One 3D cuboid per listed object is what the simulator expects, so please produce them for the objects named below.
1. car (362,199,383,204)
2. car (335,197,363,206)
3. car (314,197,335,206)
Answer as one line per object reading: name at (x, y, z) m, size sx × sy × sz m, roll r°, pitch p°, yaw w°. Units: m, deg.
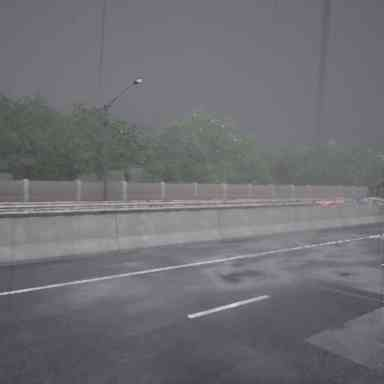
car at (21.290, 1.585, 36.387) m, size 5.357 × 1.411 × 2.033 m, roll 0°, pitch 0°, yaw -35°
car at (19.649, 1.529, 39.507) m, size 4.902 × 1.511 × 2.128 m, roll 0°, pitch 0°, yaw -35°
car at (17.638, 1.389, 42.368) m, size 4.553 × 1.767 × 2.097 m, roll 0°, pitch 0°, yaw -35°
